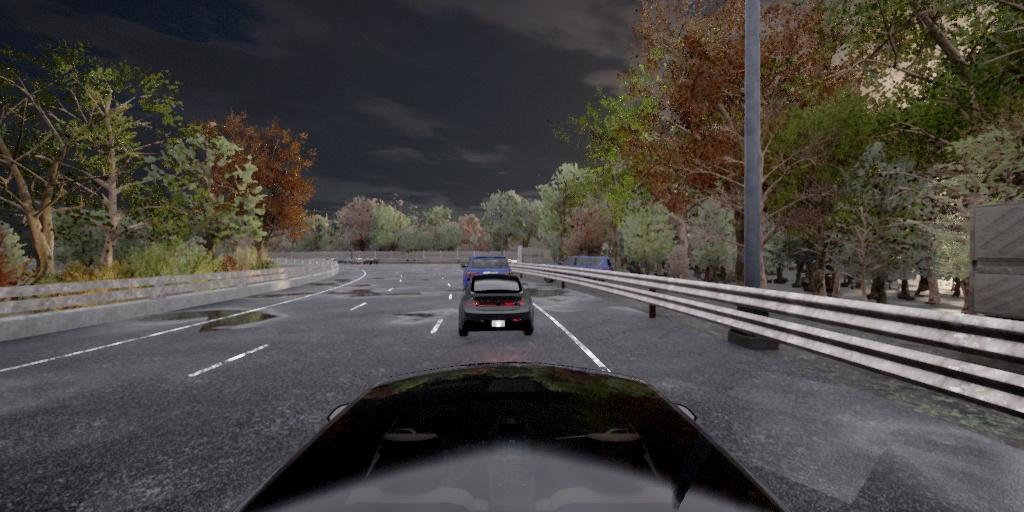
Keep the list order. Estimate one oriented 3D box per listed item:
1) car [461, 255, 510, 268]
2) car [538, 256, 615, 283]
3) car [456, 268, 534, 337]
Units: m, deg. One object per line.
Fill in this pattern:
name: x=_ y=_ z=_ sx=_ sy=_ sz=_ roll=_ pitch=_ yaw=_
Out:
car: x=-1.318 y=0.967 z=17.856 sx=2.150 sy=2.045 sz=5.566 roll=0 pitch=0 yaw=-9
car: x=4.707 y=0.995 z=26.285 sx=5.566 sy=2.045 sz=2.150 roll=3 pitch=1 yaw=22
car: x=-0.531 y=1.253 z=10.370 sx=1.837 sy=1.490 sz=4.892 roll=0 pitch=0 yaw=-5
